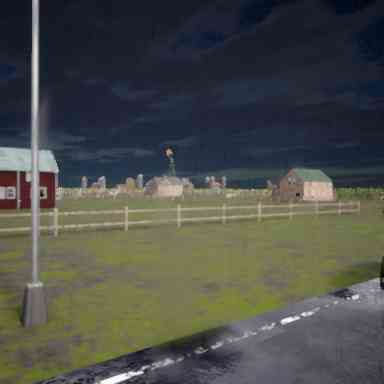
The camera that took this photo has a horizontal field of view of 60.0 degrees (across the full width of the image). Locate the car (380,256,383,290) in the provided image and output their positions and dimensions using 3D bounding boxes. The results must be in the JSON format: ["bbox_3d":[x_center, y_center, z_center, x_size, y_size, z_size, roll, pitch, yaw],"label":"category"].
[{"bbox_3d":[6.228,1.370,7.519,4.553,1.767,2.097,0,0,-36],"label":"car"}]
